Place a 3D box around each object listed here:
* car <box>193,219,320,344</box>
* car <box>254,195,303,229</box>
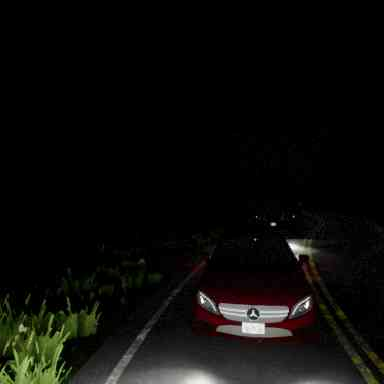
[{"bbox_3d":[1.229,1.534,6.669,1.812,1.442,4.674,-1,0,11],"label":"car"},{"bbox_3d":[4.999,1.214,18.842,2.150,2.045,5.566,-2,-1,22],"label":"car"}]
